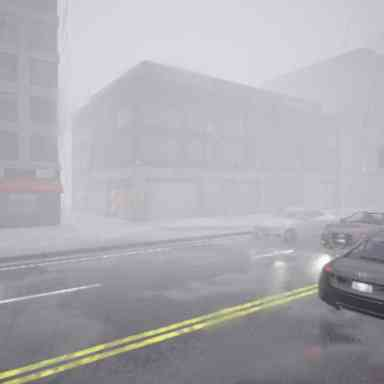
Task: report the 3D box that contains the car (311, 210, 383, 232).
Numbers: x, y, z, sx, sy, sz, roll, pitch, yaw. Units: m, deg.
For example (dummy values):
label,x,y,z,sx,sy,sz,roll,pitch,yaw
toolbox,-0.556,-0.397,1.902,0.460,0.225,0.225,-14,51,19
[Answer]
label,x,y,z,sx,sy,sz,roll,pitch,yaw
car,6.696,1.448,12.444,4.181,1.385,1.994,-1,0,-35

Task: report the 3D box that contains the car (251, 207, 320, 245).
label,x,y,z,sx,sy,sz,roll,pitch,yaw
car,4.732,1.411,15.035,4.674,1.442,1.812,-1,0,-35

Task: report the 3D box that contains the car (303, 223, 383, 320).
label,x,y,z,sx,sy,sz,roll,pitch,yaw
car,4.400,1.497,6.574,4.181,1.385,1.994,-1,0,-35
